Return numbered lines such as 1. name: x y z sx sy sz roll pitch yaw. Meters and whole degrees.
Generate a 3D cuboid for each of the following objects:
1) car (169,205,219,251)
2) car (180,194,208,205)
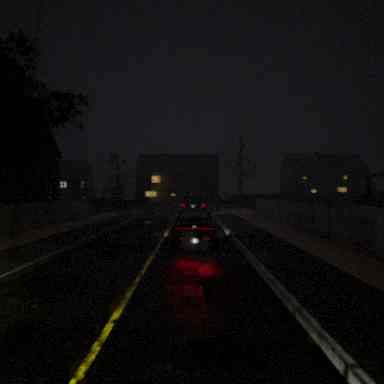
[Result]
1. car: 0.098 1.481 14.051 1.837 1.490 4.892 0 -1 0
2. car: 0.152 1.195 28.024 2.150 2.045 5.566 0 0 2
